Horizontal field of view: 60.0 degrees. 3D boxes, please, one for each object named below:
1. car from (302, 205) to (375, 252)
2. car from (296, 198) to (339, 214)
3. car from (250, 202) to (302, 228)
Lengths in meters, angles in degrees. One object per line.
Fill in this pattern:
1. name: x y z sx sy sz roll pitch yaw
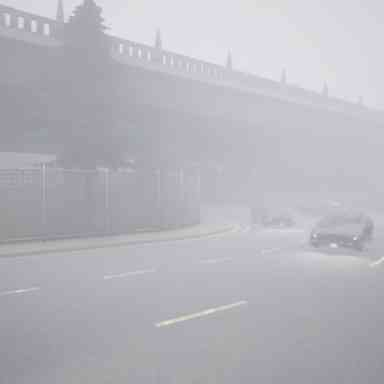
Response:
1. car: 6.553 1.516 14.089 2.033 1.411 5.357 0 0 34
2. car: 11.393 1.465 29.086 1.812 1.442 4.674 0 0 -14
3. car: 5.254 1.507 22.314 2.033 1.411 5.357 0 0 -2
